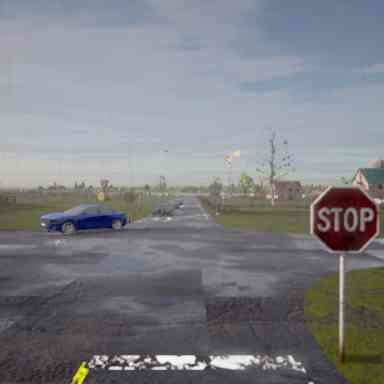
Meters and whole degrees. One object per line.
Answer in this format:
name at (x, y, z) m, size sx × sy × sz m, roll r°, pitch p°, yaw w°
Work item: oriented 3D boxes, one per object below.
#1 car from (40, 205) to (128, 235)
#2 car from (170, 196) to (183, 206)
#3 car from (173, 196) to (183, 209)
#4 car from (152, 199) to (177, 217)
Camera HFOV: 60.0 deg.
car at (-5.979, 1.475, 18.912) m, size 1.882 × 1.535 × 5.008 m, roll 2°, pitch -1°, yaw 40°
car at (-2.783, 1.614, 61.329) m, size 2.097 × 1.767 × 4.553 m, roll 0°, pitch 0°, yaw 1°
car at (-2.804, 1.698, 48.095) m, size 2.128 × 1.511 × 4.902 m, roll 0°, pitch 0°, yaw 0°
car at (-2.830, 1.707, 33.294) m, size 1.994 × 1.385 × 4.181 m, roll 0°, pitch 0°, yaw 0°
